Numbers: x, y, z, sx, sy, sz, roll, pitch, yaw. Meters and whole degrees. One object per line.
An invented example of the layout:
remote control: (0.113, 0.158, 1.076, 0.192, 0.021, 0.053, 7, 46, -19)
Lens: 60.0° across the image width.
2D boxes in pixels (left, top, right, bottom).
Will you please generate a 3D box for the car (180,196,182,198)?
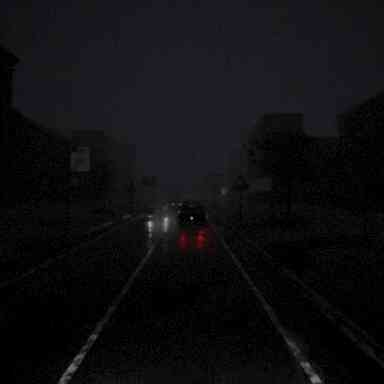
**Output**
car: (-0.159, 1.470, 42.542, 2.128, 1.511, 4.902, 0, 0, 0)

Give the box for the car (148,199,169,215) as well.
car: (-3.302, 1.500, 33.868, 1.812, 1.442, 4.674, 0, 0, 0)

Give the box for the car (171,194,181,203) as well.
car: (-3.468, 1.496, 76.302, 2.150, 2.045, 5.566, 0, -1, 0)

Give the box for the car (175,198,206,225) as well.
car: (-0.037, 1.473, 24.079, 2.128, 1.511, 4.902, 1, 0, -1)
